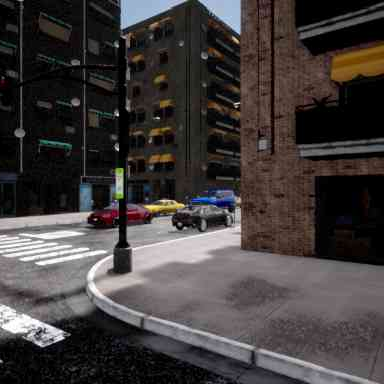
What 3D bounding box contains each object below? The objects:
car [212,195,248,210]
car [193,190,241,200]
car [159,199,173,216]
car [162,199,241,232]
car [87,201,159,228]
[{"bbox_3d":[4.235,1.111,36.505,1.752,1.417,4.829,1,1,36],"label":"car"},{"bbox_3d":[1.878,0.894,29.114,2.150,2.045,5.566,0,1,36],"label":"car"},{"bbox_3d":[-2.455,1.252,27.347,1.752,1.417,4.829,1,1,36],"label":"car"},{"bbox_3d":[0.680,1.333,18.282,2.008,1.369,4.403,1,1,36],"label":"car"},{"bbox_3d":[-4.346,1.368,20.600,1.994,1.385,4.181,0,1,36],"label":"car"}]
